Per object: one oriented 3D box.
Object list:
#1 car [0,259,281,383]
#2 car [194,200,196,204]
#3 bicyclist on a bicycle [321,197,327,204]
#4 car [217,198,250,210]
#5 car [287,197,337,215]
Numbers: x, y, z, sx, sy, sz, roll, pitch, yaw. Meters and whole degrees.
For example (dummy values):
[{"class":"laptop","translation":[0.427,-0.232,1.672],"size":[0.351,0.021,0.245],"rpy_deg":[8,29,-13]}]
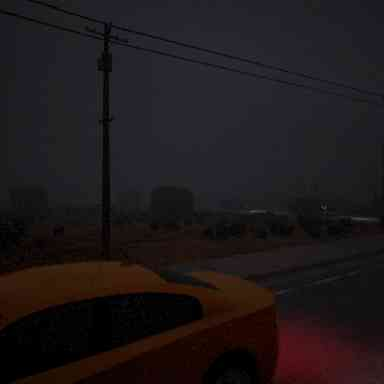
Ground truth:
[{"class":"car","translation":[-1.352,1.477,3.001],"size":[5.008,1.535,1.882],"rpy_deg":[0,0,-35]},{"class":"car","translation":[-1.307,1.566,57.388],"size":[1.895,1.301,4.718],"rpy_deg":[0,0,-32]},{"class":"bicyclist on a bicycle","translation":[15.083,1.423,38.128],"size":[1.656,1.620,0.582],"rpy_deg":[0,0,-33]},{"class":"car","translation":[4.994,1.471,40.740],"size":[1.837,1.490,4.892],"rpy_deg":[0,0,-33]},{"class":"car","translation":[11.180,1.317,31.052],"size":[2.097,1.767,4.553],"rpy_deg":[0,0,-33]}]
